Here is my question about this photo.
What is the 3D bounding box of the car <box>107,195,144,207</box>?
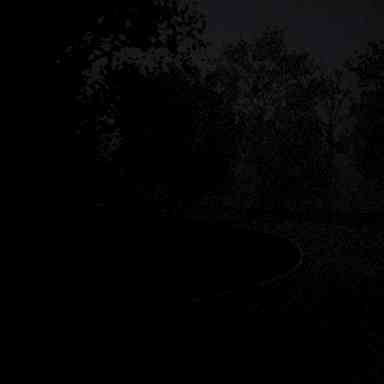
[{"bbox_3d":[-7.649,0.886,36.886,5.008,1.535,1.882,1,-1,29],"label":"car"}]
